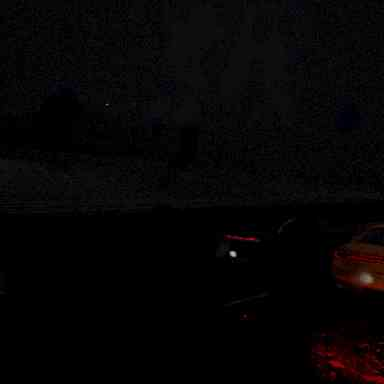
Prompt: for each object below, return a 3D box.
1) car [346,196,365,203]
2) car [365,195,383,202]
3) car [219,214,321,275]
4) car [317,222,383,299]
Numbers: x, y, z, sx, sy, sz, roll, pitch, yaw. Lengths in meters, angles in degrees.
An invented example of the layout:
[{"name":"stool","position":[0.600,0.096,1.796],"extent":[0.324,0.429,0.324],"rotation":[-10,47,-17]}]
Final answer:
[{"name":"car","position":[23.659,1.284,47.281],"extent":[4.181,1.385,1.994],"rotation":[0,0,-37]},{"name":"car","position":[25.647,1.199,44.404],"extent":[5.008,1.535,1.882],"rotation":[0,0,-37]},{"name":"car","position":[3.079,1.435,10.345],"extent":[4.902,1.511,2.128],"rotation":[-1,0,-36]},{"name":"car","position":[5.239,1.419,7.590],"extent":[5.008,1.535,1.882],"rotation":[-1,0,-36]}]
